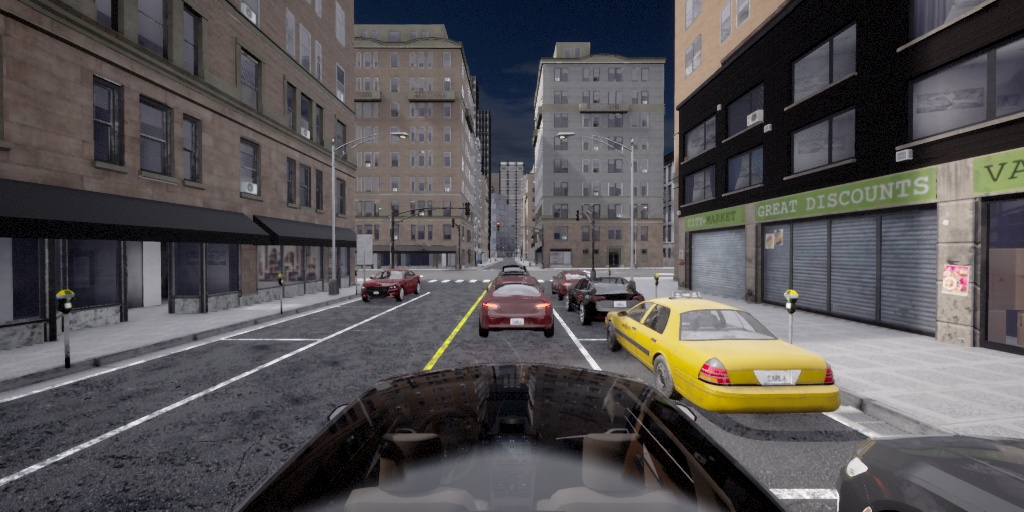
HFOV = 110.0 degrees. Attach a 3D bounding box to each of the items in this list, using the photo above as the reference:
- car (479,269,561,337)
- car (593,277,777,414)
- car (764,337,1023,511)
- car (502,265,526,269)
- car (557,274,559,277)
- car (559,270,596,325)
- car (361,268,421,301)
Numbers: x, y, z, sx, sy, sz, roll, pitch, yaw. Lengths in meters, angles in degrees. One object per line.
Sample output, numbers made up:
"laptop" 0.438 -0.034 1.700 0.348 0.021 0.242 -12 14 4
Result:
"car" 0.102 1.273 10.167 1.812 1.442 4.674 0 0 0
"car" 2.878 1.274 6.187 1.751 1.417 4.829 0 0 0
"car" 2.872 1.301 0.431 2.007 1.370 4.403 0 0 0
"car" 0.116 1.248 20.446 1.837 1.490 4.892 0 0 0
"car" 2.889 1.327 17.189 1.802 1.307 4.207 0 0 0
"car" 2.884 1.313 11.603 1.948 1.339 4.313 0 0 0
"car" -5.656 1.290 17.195 1.888 1.381 4.507 0 0 0
